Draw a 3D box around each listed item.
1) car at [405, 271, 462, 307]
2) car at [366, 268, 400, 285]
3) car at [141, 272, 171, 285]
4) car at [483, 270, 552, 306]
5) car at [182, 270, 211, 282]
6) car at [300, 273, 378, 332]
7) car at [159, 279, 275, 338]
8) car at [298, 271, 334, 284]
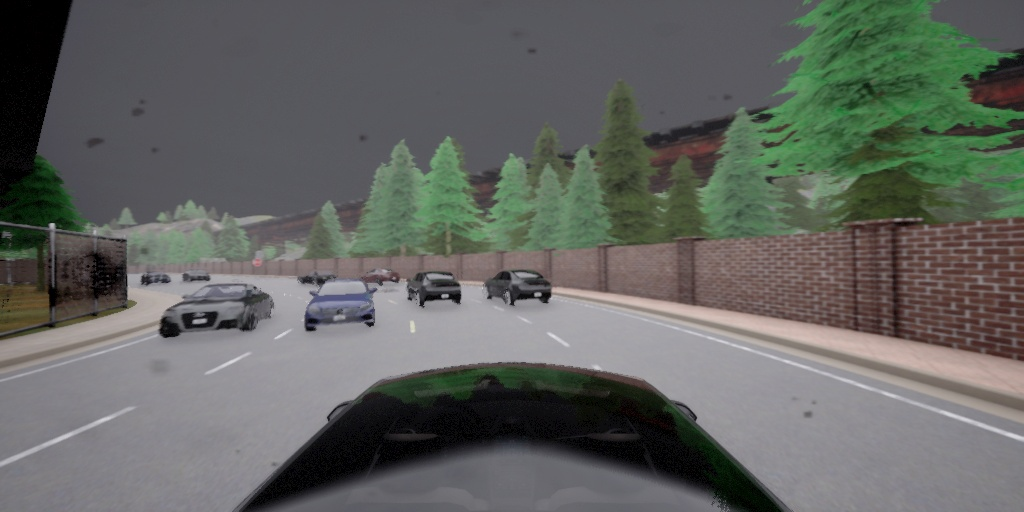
[{"bbox_3d":[-3.816,1.465,17.068,1.837,1.490,4.892,0,-1,-25],"label":"car"},{"bbox_3d":[-11.750,1.776,31.916,4.674,1.442,1.812,-2,-1,41],"label":"car"},{"bbox_3d":[-39.444,2.431,39.642,5.357,1.411,2.033,-2,-1,37],"label":"car"},{"bbox_3d":[0.112,1.380,16.728,1.837,1.490,4.892,0,-1,-23],"label":"car"},{"bbox_3d":[-37.467,2.373,42.536,4.892,1.490,1.837,-2,-1,37],"label":"car"},{"bbox_3d":[-5.602,1.479,12.054,1.812,1.442,4.674,-1,-1,-22],"label":"car"},{"bbox_3d":[-9.087,1.583,11.413,1.994,1.385,4.181,-1,-1,-22],"label":"car"},{"bbox_3d":[-17.137,1.961,31.849,4.718,1.301,1.895,-2,-1,38],"label":"car"}]
